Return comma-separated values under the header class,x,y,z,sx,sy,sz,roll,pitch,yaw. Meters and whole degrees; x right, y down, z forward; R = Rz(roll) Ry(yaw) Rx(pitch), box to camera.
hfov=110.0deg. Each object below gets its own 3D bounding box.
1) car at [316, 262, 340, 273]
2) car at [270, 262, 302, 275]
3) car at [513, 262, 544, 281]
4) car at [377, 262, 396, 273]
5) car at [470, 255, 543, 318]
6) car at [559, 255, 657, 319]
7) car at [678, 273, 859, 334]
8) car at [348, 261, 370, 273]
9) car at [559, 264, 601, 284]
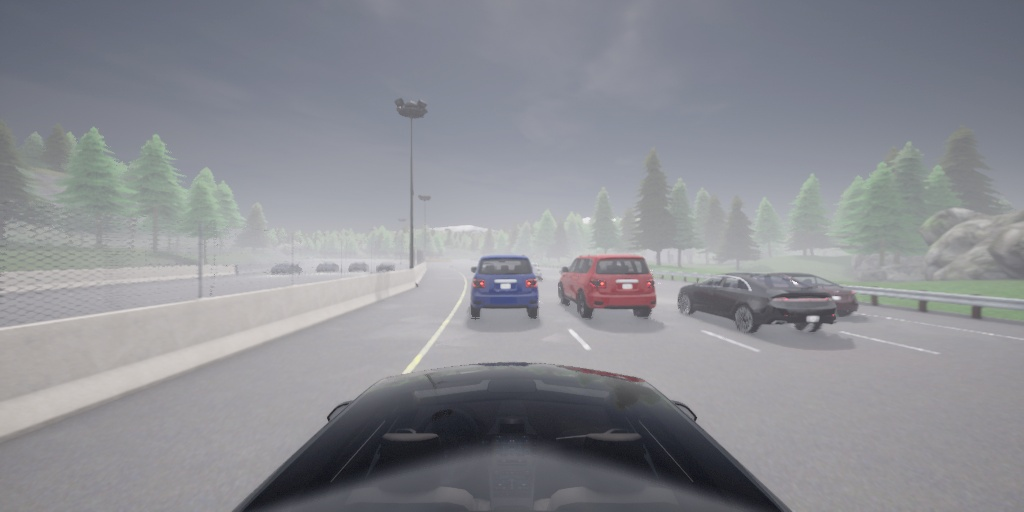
class,x,y,z,sx,sy,sz,roll,pitch,yaw
car,-22.840,1.388,44.654,1.994,1.385,4.181,0,0,-13
car,-25.500,1.390,40.578,1.994,1.385,4.181,0,0,-11
car,1.324,1.293,30.902,1.812,1.442,4.674,0,0,-8
car,-15.670,1.411,44.876,1.895,1.301,4.718,0,0,-12
car,-0.336,0.980,13.175,2.150,2.045,5.566,0,0,-3
car,3.179,0.974,13.021,2.150,2.045,5.566,0,0,-3
car,6.785,1.234,10.640,2.128,1.511,4.902,0,0,-3
car,-19.566,1.382,46.053,1.994,1.385,4.181,0,0,-12
car,5.225,1.359,28.329,1.895,1.301,4.718,0,0,-7
